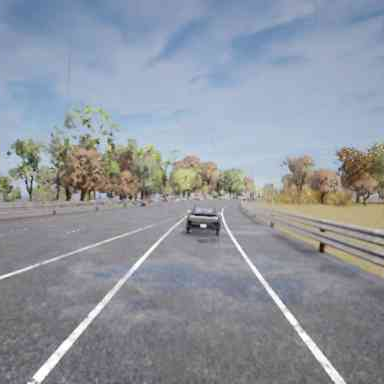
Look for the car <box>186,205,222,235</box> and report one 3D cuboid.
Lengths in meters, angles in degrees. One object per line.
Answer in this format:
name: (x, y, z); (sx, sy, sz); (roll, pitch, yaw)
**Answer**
car: (0.698, 1.550, 19.575); (2.128, 1.511, 4.902); (4, 0, 2)
